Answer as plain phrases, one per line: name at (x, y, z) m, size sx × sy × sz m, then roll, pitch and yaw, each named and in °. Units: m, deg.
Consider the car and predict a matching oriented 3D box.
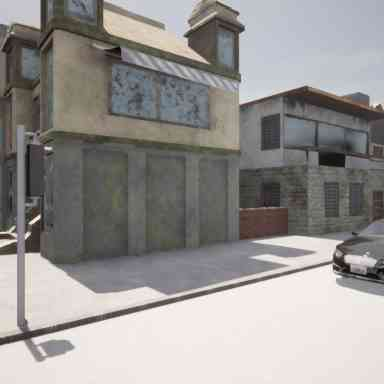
car at (5.713, 1.488, 9.026) m, size 4.902 × 1.511 × 2.128 m, roll 0°, pitch 0°, yaw -37°
